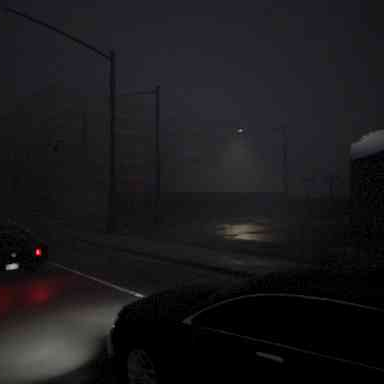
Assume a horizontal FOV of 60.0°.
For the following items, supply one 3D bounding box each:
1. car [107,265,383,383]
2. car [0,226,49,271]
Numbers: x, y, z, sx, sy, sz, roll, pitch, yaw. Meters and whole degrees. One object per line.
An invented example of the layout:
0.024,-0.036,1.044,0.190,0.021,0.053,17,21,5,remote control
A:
1.181,1.536,3.326,4.892,1.490,1.837,-1,-1,37,car
-6.352,1.744,10.536,1.895,1.301,4.718,0,-1,-44,car
